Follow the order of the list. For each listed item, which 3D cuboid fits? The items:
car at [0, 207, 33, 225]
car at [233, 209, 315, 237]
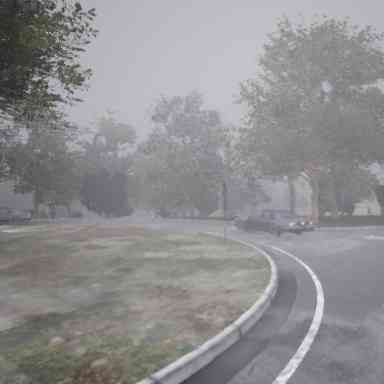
[{"bbox_3d":[-15.984,1.957,27.153,5.357,1.411,2.033,0,-1,-22],"label":"car"},{"bbox_3d":[4.591,1.713,19.476,2.033,1.411,5.357,0,-1,-27],"label":"car"}]
